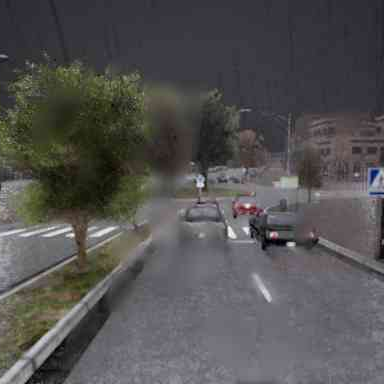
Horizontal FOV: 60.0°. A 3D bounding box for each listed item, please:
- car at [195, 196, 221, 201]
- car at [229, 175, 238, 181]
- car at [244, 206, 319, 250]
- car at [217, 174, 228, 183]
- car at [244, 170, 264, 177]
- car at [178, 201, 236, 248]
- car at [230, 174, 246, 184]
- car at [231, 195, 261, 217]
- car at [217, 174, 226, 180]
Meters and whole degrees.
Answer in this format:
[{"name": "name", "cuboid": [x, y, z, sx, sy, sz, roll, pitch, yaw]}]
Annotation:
[{"name": "car", "cuboid": [1.247, 1.083, 26.690, 2.128, 1.511, 4.902, 0, 3, 5]}, {"name": "car", "cuboid": [10.237, -3.541, 82.220, 1.895, 1.301, 4.718, 1, 6, 6]}, {"name": "car", "cuboid": [3.455, 1.462, 13.505, 1.895, 1.301, 4.718, 0, 1, 2]}, {"name": "car", "cuboid": [6.852, -2.948, 74.247, 2.097, 1.767, 4.553, 0, 6, 3]}, {"name": "car", "cuboid": [16.822, -4.763, 93.046, 4.892, 1.521, 2.231, 1, 6, 12]}, {"name": "car", "cuboid": [0.485, 1.334, 14.037, 2.128, 1.511, 4.902, 0, 0, 2]}, {"name": "car", "cuboid": [9.857, -2.580, 71.990, 1.837, 1.490, 4.892, 0, 6, 0]}, {"name": "car", "cuboid": [4.219, 0.967, 26.325, 2.097, 1.767, 4.553, 0, 3, 5]}, {"name": "car", "cuboid": [7.474, -3.788, 84.418, 1.994, 1.385, 4.181, 1, 6, 9]}]
